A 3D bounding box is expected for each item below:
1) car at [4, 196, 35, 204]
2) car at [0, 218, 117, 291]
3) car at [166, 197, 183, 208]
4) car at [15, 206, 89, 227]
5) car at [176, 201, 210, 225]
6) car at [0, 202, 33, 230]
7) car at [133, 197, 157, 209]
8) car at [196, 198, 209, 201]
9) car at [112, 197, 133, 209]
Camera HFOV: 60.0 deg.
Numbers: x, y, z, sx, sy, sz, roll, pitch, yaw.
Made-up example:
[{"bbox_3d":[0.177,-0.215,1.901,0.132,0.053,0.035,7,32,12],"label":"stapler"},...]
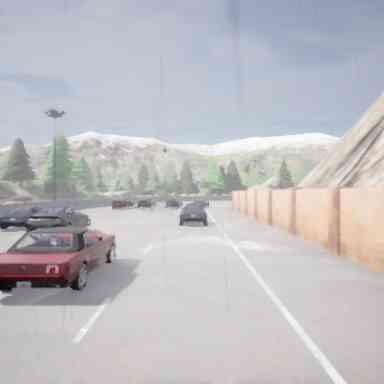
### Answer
[{"bbox_3d":[-20.960,1.363,40.530,2.097,1.767,4.553,0,0,-2],"label":"car"},{"bbox_3d":[-3.403,1.603,8.965,1.895,1.301,4.718,0,0,0],"label":"car"},{"bbox_3d":[-2.422,1.518,47.297,1.837,1.490,4.892,-2,0,10],"label":"car"},{"bbox_3d":[-6.905,1.497,17.664,2.128,1.511,4.902,0,0,0],"label":"car"},{"bbox_3d":[0.091,1.571,24.460,1.994,1.385,4.181,0,0,0],"label":"car"},{"bbox_3d":[-10.407,1.570,21.327,1.994,1.385,4.181,0,0,0],"label":"car"},{"bbox_3d":[-6.139,1.518,46.005,1.837,1.490,4.892,-1,0,8],"label":"car"},{"bbox_3d":[1.400,1.577,48.513,1.994,1.385,4.181,0,0,12],"label":"car"},{"bbox_3d":[-9.564,1.491,46.533,1.882,1.535,5.008,-1,0,8],"label":"car"}]
